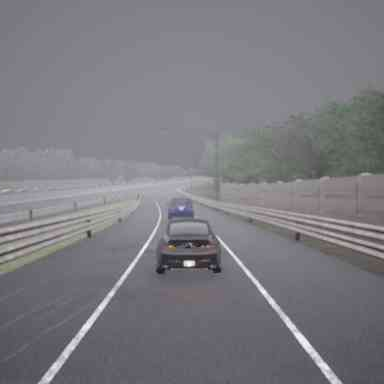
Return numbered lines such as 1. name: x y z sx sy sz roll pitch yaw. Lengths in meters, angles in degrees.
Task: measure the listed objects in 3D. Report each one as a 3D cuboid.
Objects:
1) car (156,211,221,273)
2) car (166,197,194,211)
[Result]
1. car: -0.126 1.610 11.081 1.837 1.490 4.892 0 0 -1
2. car: -1.054 1.493 29.287 2.150 2.045 5.566 0 0 -4
